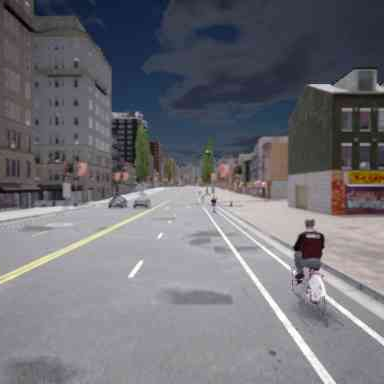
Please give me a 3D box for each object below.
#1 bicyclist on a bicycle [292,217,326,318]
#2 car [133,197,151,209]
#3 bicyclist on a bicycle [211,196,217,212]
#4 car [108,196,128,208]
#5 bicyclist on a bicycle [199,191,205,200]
[{"bbox_3d":[2.248,1.373,6.553,0.659,1.776,1.843,0,0,0],"label":"bicyclist on a bicycle"},{"bbox_3d":[-6.513,1.409,43.995,2.033,1.411,5.357,0,0,0],"label":"car"},{"bbox_3d":[2.244,1.287,34.438,0.659,1.776,1.843,0,0,0],"label":"bicyclist on a bicycle"},{"bbox_3d":[-9.762,1.373,44.140,1.837,1.490,4.892,0,0,0],"label":"car"},{"bbox_3d":[2.257,1.069,67.365,0.866,1.612,1.509,0,1,0],"label":"bicyclist on a bicycle"}]
